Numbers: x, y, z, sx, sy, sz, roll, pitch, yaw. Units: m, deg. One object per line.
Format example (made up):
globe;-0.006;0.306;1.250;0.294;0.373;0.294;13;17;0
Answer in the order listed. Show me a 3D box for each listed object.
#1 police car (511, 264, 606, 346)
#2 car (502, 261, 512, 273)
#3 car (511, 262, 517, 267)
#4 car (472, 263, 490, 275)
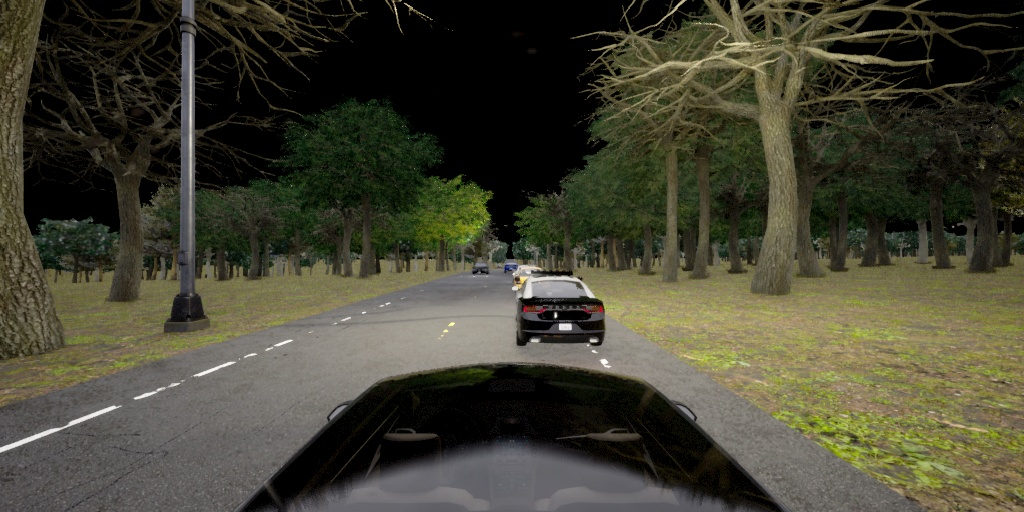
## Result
police car;1.036;1.186;9.576;1.930;1.638;5.238;0;0;0
car;-0.066;1.508;48.892;1.882;1.535;5.008;0;-1;0
car;1.015;1.255;19.659;1.801;1.575;5.366;0;0;0
car;-3.580;1.488;41.888;2.033;1.411;5.357;0;-1;0
